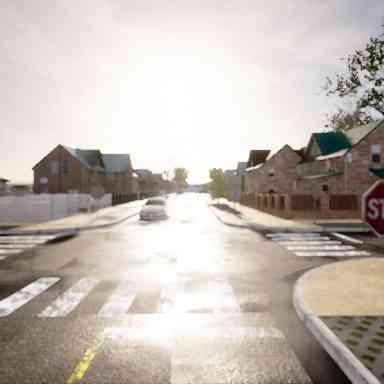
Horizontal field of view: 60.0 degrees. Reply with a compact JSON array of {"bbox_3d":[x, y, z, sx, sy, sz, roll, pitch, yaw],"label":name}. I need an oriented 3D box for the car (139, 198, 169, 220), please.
[{"bbox_3d":[-2.702,1.221,24.523,1.812,1.442,4.674,0,2,0],"label":"car"}]
